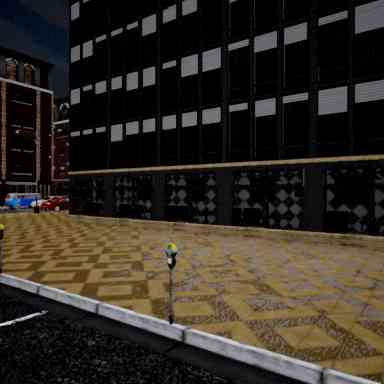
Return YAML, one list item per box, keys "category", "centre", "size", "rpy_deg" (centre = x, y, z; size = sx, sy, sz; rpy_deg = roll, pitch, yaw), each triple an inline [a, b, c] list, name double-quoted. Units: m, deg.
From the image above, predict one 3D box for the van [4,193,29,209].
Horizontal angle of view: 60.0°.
- category: "van"
  centre: [-20.036, 1.050, 39.598]
  size: [1.690, 1.788, 3.998]
  rpy_deg: [1, 1, 35]

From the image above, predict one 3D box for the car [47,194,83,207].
- category: "car"
  centre: [-16.802, 1.079, 44.240]
  size: [1.967, 1.590, 4.097]
  rpy_deg: [1, 1, 35]

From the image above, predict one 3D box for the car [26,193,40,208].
- category: "car"
  centre: [-16.828, 1.213, 39.914]
  size: [1.812, 1.442, 4.674]
  rpy_deg: [0, 1, 35]

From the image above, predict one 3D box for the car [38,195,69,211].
- category: "car"
  centre: [-13.557, 1.269, 35.117]
  size: [1.887, 1.381, 4.507]
  rpy_deg: [1, 1, 35]
